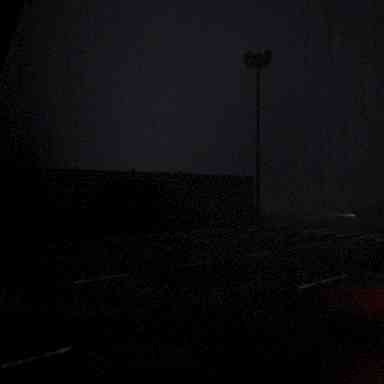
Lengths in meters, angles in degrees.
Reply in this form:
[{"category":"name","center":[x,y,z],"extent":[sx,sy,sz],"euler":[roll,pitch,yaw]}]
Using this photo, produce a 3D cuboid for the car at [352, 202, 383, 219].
[{"category":"car","center":[16.189,1.541,29.191],"extent":[1.994,1.385,4.181],"euler":[0,0,-20]}]
